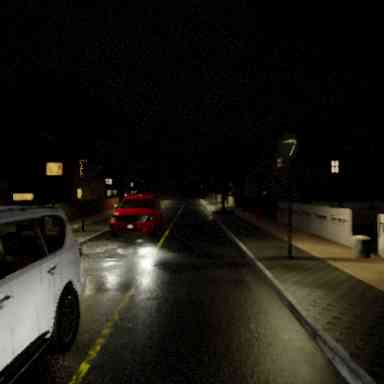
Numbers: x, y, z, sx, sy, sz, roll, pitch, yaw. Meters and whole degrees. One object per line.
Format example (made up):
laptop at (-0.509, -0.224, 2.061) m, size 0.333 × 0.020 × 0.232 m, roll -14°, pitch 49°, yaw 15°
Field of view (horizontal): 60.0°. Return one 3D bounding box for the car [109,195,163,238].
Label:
car at (-2.810, 1.194, 17.928) m, size 2.150 × 2.045 × 5.566 m, roll 0°, pitch 1°, yaw 0°

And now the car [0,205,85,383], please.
car at (-2.812, 1.217, 3.219) m, size 2.150 × 2.045 × 5.566 m, roll 0°, pitch 0°, yaw 0°
